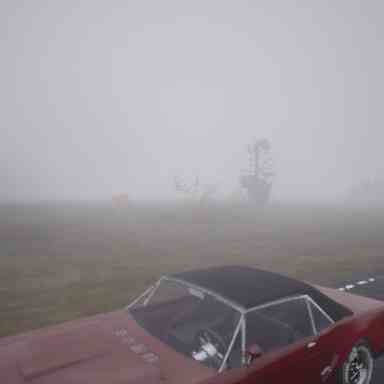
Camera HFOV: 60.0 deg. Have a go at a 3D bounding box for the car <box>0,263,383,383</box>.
[{"bbox_3d":[0.158,1.586,3.491,4.718,1.301,1.895,-1,0,-36],"label":"car"}]
